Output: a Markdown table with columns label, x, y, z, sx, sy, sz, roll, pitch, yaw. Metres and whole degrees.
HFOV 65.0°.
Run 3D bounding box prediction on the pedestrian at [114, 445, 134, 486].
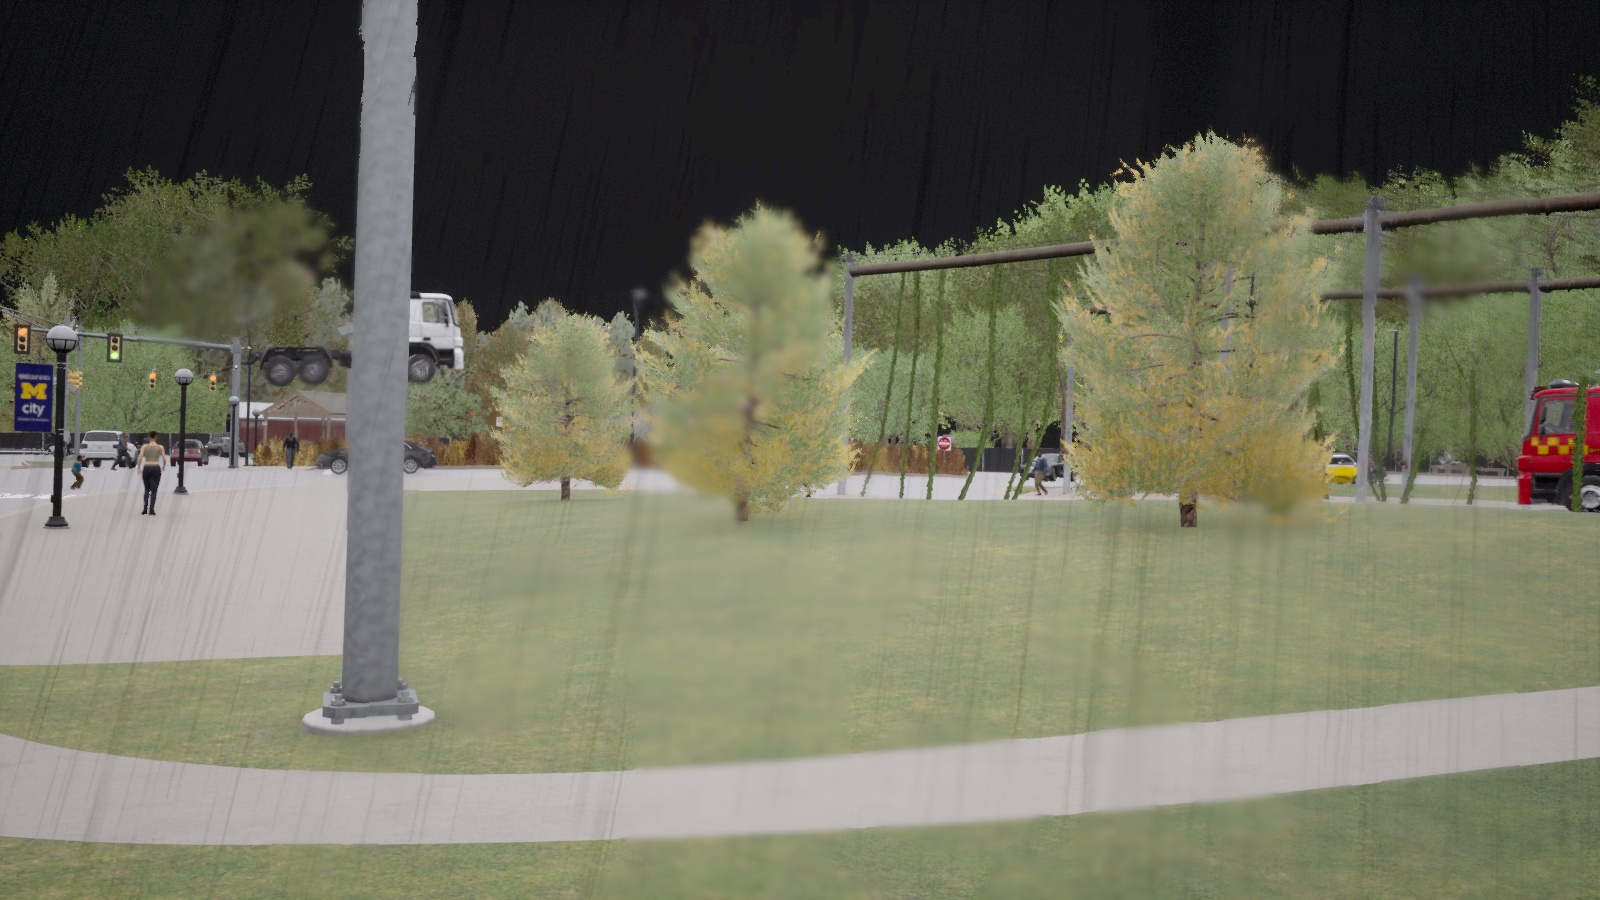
| label | x | y | z | sx | sy | sz | roll | pitch | yaw |
| --- | --- | --- | --- | --- | --- | --- | --- | --- | --- |
| pedestrian | -30.911 | 0.692 | 57.452 | 0.694 | 1.848 | 0.540 | 1 | 0 | -15 |

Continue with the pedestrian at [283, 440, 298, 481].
| label | x | y | z | sx | sy | sz | roll | pitch | yaw |
| --- | --- | --- | --- | --- | --- | --- | --- | --- | --- |
| pedestrian | -23.658 | 0.502 | 58.316 | 0.563 | 1.883 | 0.849 | 1 | 0 | -18 |

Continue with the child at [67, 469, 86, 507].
| label | x | y | z | sx | sy | sz | roll | pitch | yaw |
| --- | --- | --- | --- | --- | --- | --- | --- | --- | --- |
| child | -22.698 | 1.187 | 39.418 | 0.448 | 1.192 | 0.343 | 1 | 0 | -18 |

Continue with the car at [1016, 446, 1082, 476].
| label | x | y | z | sx | sy | sz | roll | pitch | yaw |
| --- | --- | --- | --- | --- | --- | --- | --- | --- | --- |
| car | 14.173 | 0.654 | 71.289 | 2.033 | 1.649 | 4.856 | -1 | -2 | 33 |

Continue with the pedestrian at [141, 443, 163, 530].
| label | x | y | z | sx | sy | sz | roll | pitch | yaw |
| --- | --- | --- | --- | --- | --- | --- | --- | --- | --- |
| pedestrian | -13.935 | 0.770 | 27.015 | 0.345 | 1.836 | 0.594 | 1 | 0 | -20 |

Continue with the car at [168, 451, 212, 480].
| label | x | y | z | sx | sy | sz | roll | pitch | yaw |
| --- | --- | --- | --- | --- | --- | --- | --- | --- | --- |
| car | -36.864 | 0.900 | 75.985 | 1.851 | 1.617 | 3.988 | -1 | 1 | -19 |

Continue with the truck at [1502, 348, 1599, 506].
| label | x | y | z | sx | sy | sz | roll | pitch | yaw |
| --- | --- | --- | --- | --- | --- | --- | --- | --- | --- |
| truck | 21.926 | -0.584 | 30.001 | 8.468 | 3.827 | 2.891 | -1 | -1 | 44 |

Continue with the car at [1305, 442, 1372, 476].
| label | x | y | z | sx | sy | sz | roll | pitch | yaw |
| --- | --- | --- | --- | --- | --- | --- | --- | --- | --- |
| car | 23.161 | 0.373 | 54.064 | 2.207 | 1.376 | 1.481 | -1 | 1 | -7 |

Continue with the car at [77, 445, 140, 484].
| label | x | y | z | sx | sy | sz | roll | pitch | yaw |
| --- | --- | --- | --- | --- | --- | --- | --- | --- | --- |
| car | -38.547 | 0.798 | 70.136 | 2.150 | 2.045 | 5.566 | -1 | 0 | -19 |

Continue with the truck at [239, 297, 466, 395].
| label | x | y | z | sx | sy | sz | roll | pitch | yaw |
| --- | --- | --- | --- | --- | --- | --- | --- | --- | --- |
| truck | -17.343 | -4.056 | 48.918 | 7.936 | 3.462 | 2.891 | -4 | 4 | -22 |

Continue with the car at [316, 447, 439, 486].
| label | x | y | z | sx | sy | sz | roll | pitch | yaw |
| --- | --- | --- | --- | --- | --- | --- | --- | --- | --- |
| car | -18.054 | 0.696 | 53.746 | 4.892 | 1.490 | 1.837 | -1 | 1 | -20 |

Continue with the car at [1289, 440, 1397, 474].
| label | x | y | z | sx | sy | sz | roll | pitch | yaw |
| --- | --- | --- | --- | --- | --- | --- | --- | --- | --- |
| car | 25.011 | 0.315 | 57.933 | 4.193 | 1.474 | 1.816 | -1 | -1 | -4 |

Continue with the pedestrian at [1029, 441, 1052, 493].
| label | x | y | z | sx | sy | sz | roll | pitch | yaw |
| --- | --- | --- | --- | --- | --- | --- | --- | --- | --- |
| pedestrian | 9.081 | 0.634 | 47.411 | 0.788 | 1.949 | 0.423 | 0 | 1 | -33 |
